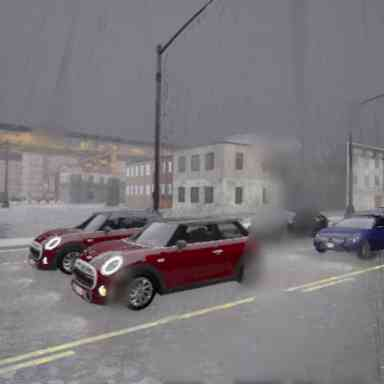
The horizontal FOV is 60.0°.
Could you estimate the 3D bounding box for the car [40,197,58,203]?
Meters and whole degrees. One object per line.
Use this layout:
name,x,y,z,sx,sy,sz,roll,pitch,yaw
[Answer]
car,-33.406,1.955,78.580,2.038,1.542,4.974,1,-1,-5

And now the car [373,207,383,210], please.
car,12.730,1.694,21.689,5.357,1.411,2.033,0,0,-35

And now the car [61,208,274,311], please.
car,-0.433,1.394,7.987,4.553,1.767,2.097,1,0,-35

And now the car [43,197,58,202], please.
car,-33.408,1.798,78.634,1.853,1.218,4.536,1,-1,-5

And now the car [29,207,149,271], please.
car,-2.669,1.397,10.689,4.553,1.767,2.097,1,0,-35

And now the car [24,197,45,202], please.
car,-37.180,1.732,78.527,4.536,1.218,1.853,1,-1,25

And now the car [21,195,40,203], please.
car,-37.136,1.890,78.504,4.974,1.542,2.038,1,-1,25

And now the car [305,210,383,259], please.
car,6.788,1.634,13.146,4.674,1.442,1.812,0,0,-35

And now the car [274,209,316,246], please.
car,4.764,1.614,16.003,4.892,1.490,1.837,0,0,-36
